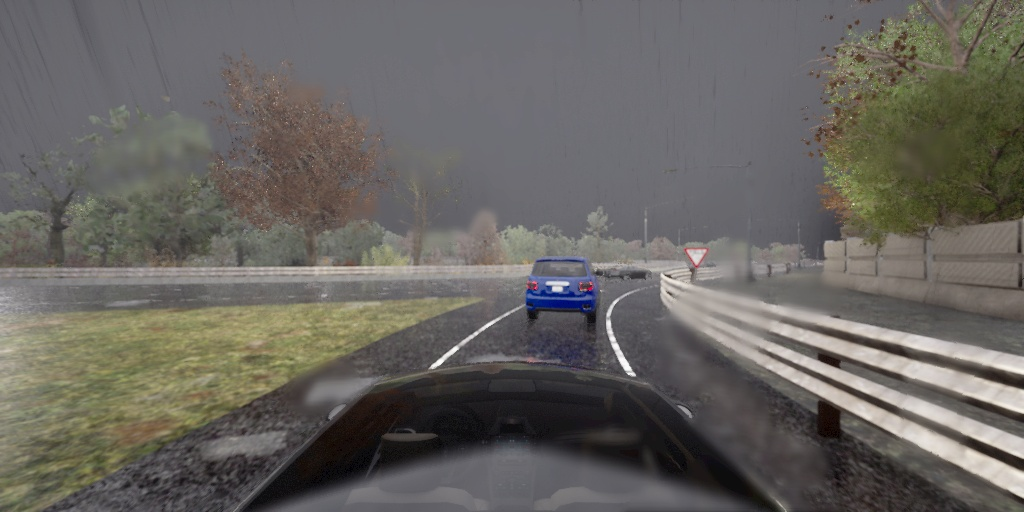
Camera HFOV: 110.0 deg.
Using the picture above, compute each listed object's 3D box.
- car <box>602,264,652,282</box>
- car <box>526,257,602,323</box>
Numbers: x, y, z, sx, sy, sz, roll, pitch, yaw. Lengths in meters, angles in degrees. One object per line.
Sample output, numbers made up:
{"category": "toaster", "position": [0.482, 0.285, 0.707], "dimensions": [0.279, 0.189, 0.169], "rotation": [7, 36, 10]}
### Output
{"category": "car", "position": [10.335, 1.489, 31.736], "dimensions": [4.902, 1.511, 2.128], "rotation": [0, 0, -33]}
{"category": "car", "position": [1.988, 1.060, 12.832], "dimensions": [2.150, 2.045, 5.566], "rotation": [0, -1, 15]}
